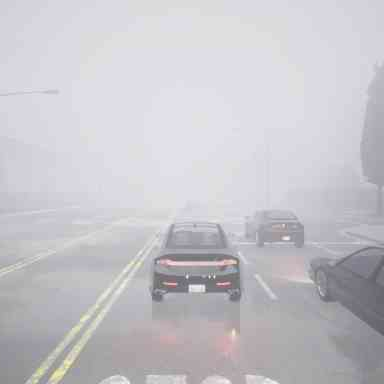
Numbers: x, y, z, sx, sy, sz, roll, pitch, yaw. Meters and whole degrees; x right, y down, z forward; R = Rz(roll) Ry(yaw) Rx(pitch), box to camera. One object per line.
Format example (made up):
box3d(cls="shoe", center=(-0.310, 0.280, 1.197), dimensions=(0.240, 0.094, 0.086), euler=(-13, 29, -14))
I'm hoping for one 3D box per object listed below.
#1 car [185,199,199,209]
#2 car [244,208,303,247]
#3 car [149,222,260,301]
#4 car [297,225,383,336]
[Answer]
box3d(cls="car", center=(0.005, 1.598, 44.120), dimensions=(1.895, 1.301, 4.718), euler=(0, 0, 0))
box3d(cls="car", center=(3.566, 1.504, 15.002), dimensions=(1.837, 1.490, 4.892), euler=(0, 0, 0))
box3d(cls="car", center=(0.082, 1.491, 8.302), dimensions=(2.128, 1.511, 4.902), euler=(0, 0, 0))
box3d(cls="car", center=(3.589, 1.547, 5.256), dimensions=(2.033, 1.411, 5.357), euler=(0, 0, 0))
